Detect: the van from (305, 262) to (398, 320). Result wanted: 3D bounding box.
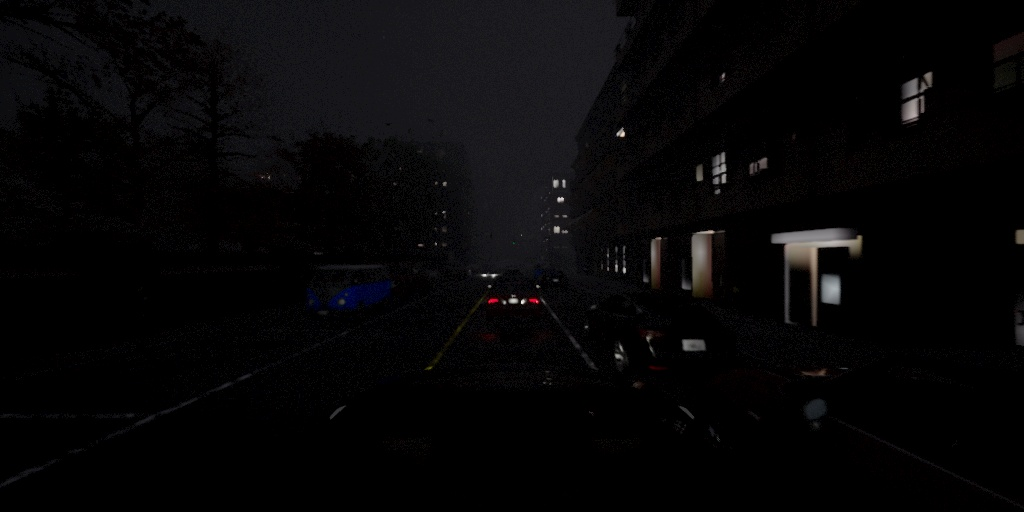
[{"bbox_3d":[-5.697,1.203,12.888,1.690,1.789,3.998,0,0,0],"label":"van"}]

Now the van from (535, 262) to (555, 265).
[{"bbox_3d":[2.674,1.369,29.499,1.690,1.789,3.998,0,0,0],"label":"van"}]

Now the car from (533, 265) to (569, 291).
[{"bbox_3d":[2.677,1.539,23.964,1.948,1.339,4.313,0,0,0],"label":"car"}]

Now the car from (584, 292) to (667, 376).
[{"bbox_3d":[2.687,1.372,7.359,1.948,1.339,4.313,0,0,0],"label":"car"}]

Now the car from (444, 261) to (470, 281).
[{"bbox_3d":[-5.710,1.400,35.028,2.192,1.841,5.009,0,0,0],"label":"car"}]

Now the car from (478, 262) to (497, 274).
[{"bbox_3d":[-3.094,1.786,50.062,2.033,1.411,5.357,0,-1,0],"label":"car"}]

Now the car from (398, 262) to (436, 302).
[{"bbox_3d":[-5.700,1.232,18.423,2.192,1.841,5.009,0,0,0],"label":"car"}]

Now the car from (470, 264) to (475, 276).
[{"bbox_3d":[-5.713,1.707,40.563,1.948,1.339,4.313,0,0,0],"label":"car"}]

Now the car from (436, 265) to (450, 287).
[{"bbox_3d":[-5.703,1.523,23.958,2.007,1.370,4.403,0,0,0],"label":"car"}]

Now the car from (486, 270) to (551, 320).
[{"bbox_3d":[0.060,1.412,13.187,2.033,1.411,5.357,0,-1,0],"label":"car"}]

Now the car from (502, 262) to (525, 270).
[{"bbox_3d":[0.069,1.598,33.802,1.812,1.442,4.674,0,-1,0],"label":"car"}]

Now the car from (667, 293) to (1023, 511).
[{"bbox_3d":[2.691,1.191,1.824,1.967,1.591,4.097,0,0,0],"label":"car"}]

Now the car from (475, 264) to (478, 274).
[{"bbox_3d":[-5.720,1.837,51.633,1.802,1.307,4.207,0,0,0],"label":"car"}]
